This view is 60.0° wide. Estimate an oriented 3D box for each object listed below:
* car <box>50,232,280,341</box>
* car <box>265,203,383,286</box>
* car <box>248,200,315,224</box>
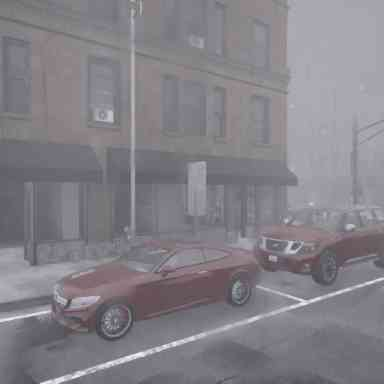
[{"bbox_3d":[-0.461,1.582,6.435,4.206,1.307,1.802,0,0,-35],"label":"car"},{"bbox_3d":[4.038,1.315,9.639,5.009,1.841,2.192,0,0,-35],"label":"car"},{"bbox_3d":[6.844,1.487,25.904,1.882,1.535,5.008,0,0,-35],"label":"car"}]
